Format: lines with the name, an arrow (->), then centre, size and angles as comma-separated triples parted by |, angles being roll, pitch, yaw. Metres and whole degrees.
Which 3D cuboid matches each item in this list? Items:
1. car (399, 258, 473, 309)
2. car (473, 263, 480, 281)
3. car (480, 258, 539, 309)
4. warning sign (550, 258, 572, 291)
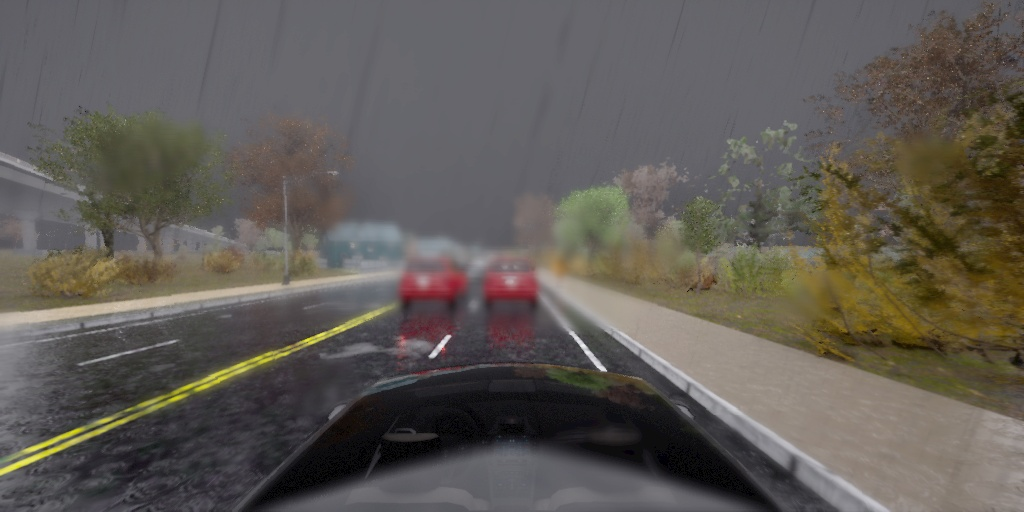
car -> -3.256, 1.095, 15.869 | 2.150, 2.045, 5.566 | 0, 0, 0
car -> -3.260, 1.578, 31.186 | 1.994, 1.385, 4.181 | 0, 0, 0
car -> -0.006, 1.095, 15.880 | 2.150, 2.045, 5.566 | 0, 0, 0
warning sign -> 2.839, 1.041, 21.210 | 1.300, 1.860, 1.060 | 0, 0, 0
